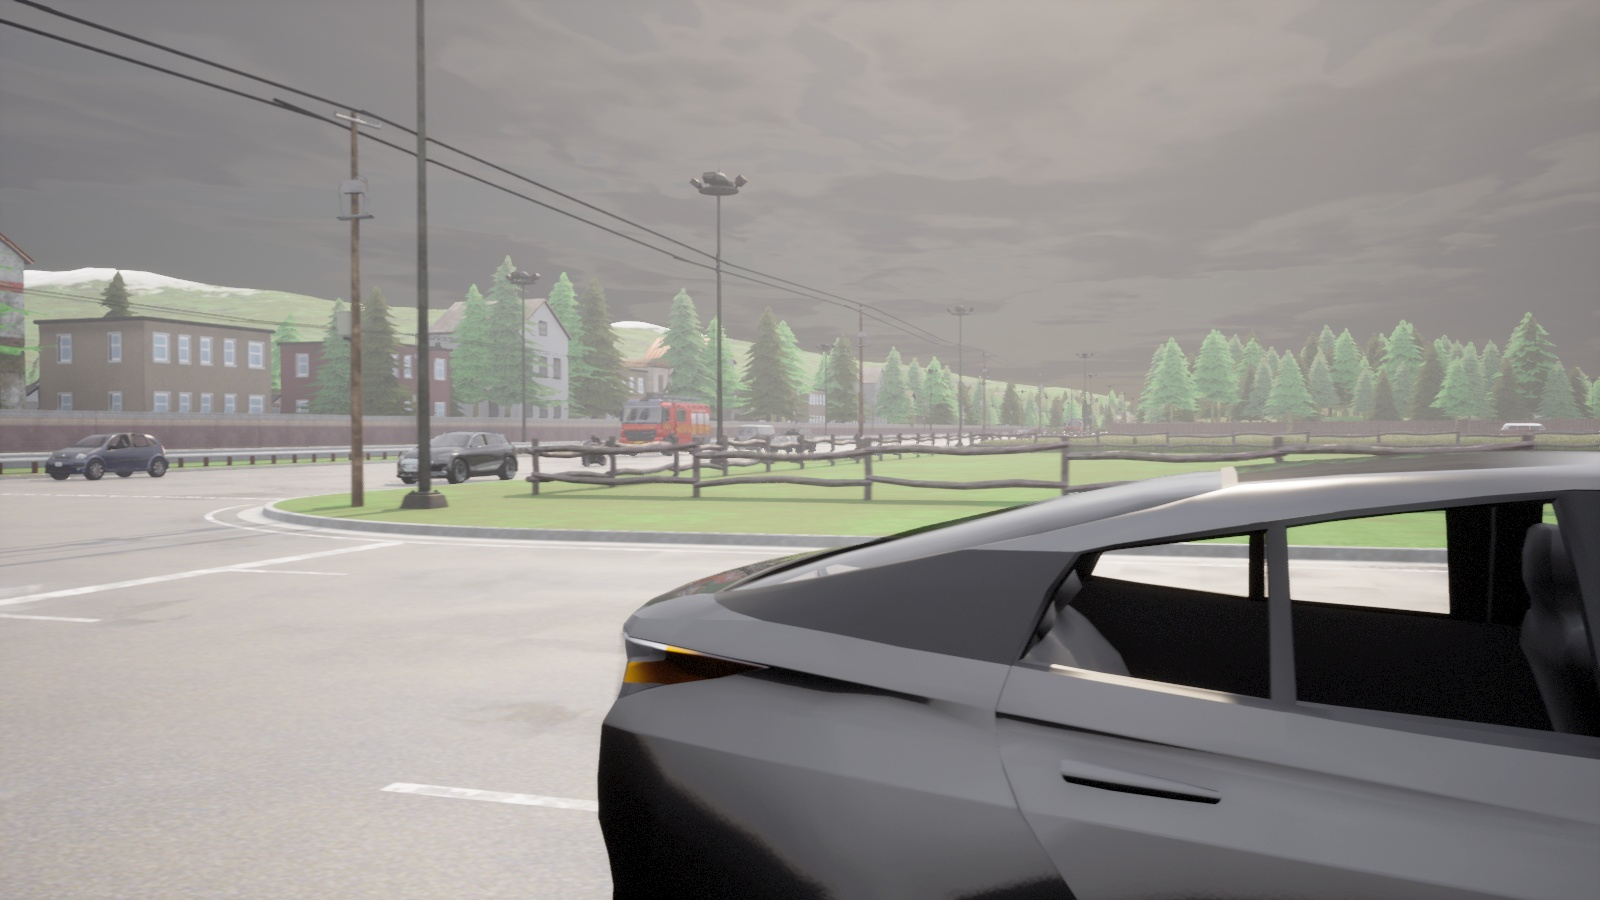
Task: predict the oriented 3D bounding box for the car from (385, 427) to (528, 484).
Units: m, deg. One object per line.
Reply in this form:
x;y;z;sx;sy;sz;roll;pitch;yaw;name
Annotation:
-10.676;0.118;39.413;2.033;1.649;4.856;0;1;17;car

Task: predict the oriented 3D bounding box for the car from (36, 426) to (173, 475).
-24.040;-0.018;43.581;1.851;1.617;3.988;0;1;17;car

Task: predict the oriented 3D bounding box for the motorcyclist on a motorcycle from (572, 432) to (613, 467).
-9.213;-0.026;55.847;0.866;1.530;2.191;0;1;17;motorcyclist on a motorcycle

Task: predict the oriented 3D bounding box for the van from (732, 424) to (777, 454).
-3.126;-0.771;87.088;1.775;1.987;4.442;0;1;17;van

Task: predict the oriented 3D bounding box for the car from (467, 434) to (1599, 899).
1.843;0.740;2.568;4.514;1.525;2.007;0;1;18;car

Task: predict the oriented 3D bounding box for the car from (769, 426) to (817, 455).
-0.414;-0.651;84.031;1.932;1.855;4.605;0;1;17;car

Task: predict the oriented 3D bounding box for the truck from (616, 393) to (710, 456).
-8.690;-1.611;80.987;2.891;3.827;8.468;0;1;17;truck
